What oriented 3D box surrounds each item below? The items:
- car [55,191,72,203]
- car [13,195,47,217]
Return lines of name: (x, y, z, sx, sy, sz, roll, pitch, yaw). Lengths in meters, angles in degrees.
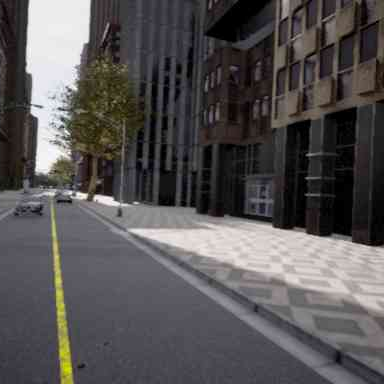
car: (-17.997, 0.849, 46.942, 1.994, 1.385, 4.181, 3, 0, -23)
car: (-12.138, 0.985, 25.017, 1.837, 1.490, 4.892, 3, 0, -23)
